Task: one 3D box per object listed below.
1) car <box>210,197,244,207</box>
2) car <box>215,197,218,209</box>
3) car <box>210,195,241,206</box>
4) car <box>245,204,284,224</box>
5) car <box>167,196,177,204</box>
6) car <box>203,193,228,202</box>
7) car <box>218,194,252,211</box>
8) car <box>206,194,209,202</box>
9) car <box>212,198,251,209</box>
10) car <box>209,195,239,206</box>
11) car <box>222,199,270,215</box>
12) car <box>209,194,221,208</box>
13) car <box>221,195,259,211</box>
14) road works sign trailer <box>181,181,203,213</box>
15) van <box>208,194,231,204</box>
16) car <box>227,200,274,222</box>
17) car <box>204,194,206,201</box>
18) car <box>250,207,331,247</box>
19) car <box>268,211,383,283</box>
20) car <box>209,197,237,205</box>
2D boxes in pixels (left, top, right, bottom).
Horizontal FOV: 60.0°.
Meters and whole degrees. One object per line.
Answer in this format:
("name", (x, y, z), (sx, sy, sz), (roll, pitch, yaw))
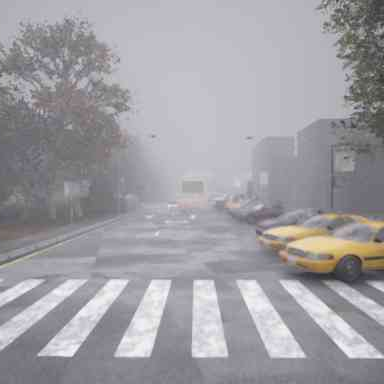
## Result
("car", (5.489, 1.587, 51.705), (4.792, 1.488, 2.163), (1, 0, -20))
("car", (5.414, 1.563, 36.711), (4.674, 1.452, 2.002), (1, 0, -20))
("car", (5.502, 1.441, 54.720), (4.553, 1.767, 2.185), (1, 0, -20))
("car", (5.330, 1.508, 15.701), (4.892, 1.521, 2.231), (1, 0, -20))
("car", (-3.847, 1.614, 64.494), (2.128, 1.511, 4.902), (0, 0, 1))
("car", (5.669, 1.423, 81.778), (5.566, 2.045, 2.435), (1, 0, -20))
("car", (5.432, 1.393, 33.714), (4.553, 1.767, 2.185), (1, 0, -20))
("car", (5.472, 1.297, 48.706), (5.566, 2.045, 2.435), (1, 0, -20))
("car", (5.447, 1.571, 45.704), (4.792, 1.488, 2.163), (1, 0, -20))
("car", (5.521, 1.452, 57.721), (4.553, 1.767, 2.185), (1, 0, -20))
("car", (5.339, 1.541, 27.693), (4.792, 1.488, 2.163), (1, 0, -20))
("car", (5.426, 1.277, 39.689), (5.566, 2.045, 2.435), (1, 0, -20))
("car", (5.415, 1.390, 30.713), (4.553, 1.767, 2.185), (1, 0, -20))
("road works sign trailer", (0.103, 0.505, 38.442), (2.380, 3.560, 2.880), (0, 0, 0))
("van", (5.724, 1.401, 69.786), (4.442, 1.987, 1.878), (1, -1, -20))
("car", (5.355, 1.550, 24.701), (4.674, 1.452, 2.002), (1, 0, -20))
("car", (5.593, 1.613, 66.740), (5.008, 1.535, 2.097), (1, -1, -20))
("car", (5.141, 1.501, 12.637), (5.366, 1.575, 1.946), (1, 0, -20))
("car", (5.138, 1.500, 9.635), (5.366, 1.575, 1.946), (1, 0, -20))
("car", (5.570, 1.629, 60.729), (4.674, 1.452, 2.002), (1, 0, -20))
